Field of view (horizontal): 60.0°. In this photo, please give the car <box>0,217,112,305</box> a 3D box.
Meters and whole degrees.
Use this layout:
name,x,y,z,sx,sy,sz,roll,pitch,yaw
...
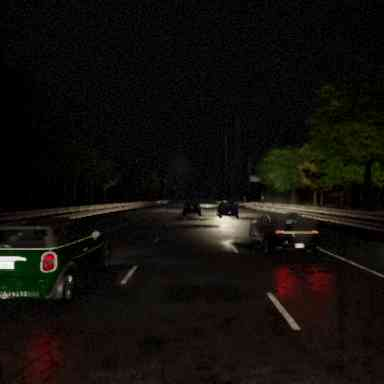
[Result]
name,x,y,z,sx,sy,sz,roll,pitch,yaw
car,-3.502,1.411,8.385,2.097,1.767,4.553,0,0,0

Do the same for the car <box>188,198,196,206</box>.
name,x,y,z,sx,sy,sz,roll,pitch,yaw
car,-0.014,2.611,85.093,2.150,2.045,5.566,0,-1,0

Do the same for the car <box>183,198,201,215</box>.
name,x,y,z,sx,sy,sz,roll,pitch,yaw
car,-0.006,1.836,39.811,2.097,1.767,4.553,0,-1,0

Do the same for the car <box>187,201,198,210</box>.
name,x,y,z,sx,sy,sz,roll,pitch,yaw
car,0.091,2.397,59.419,1.812,1.442,4.674,0,-1,0

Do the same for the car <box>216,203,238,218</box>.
name,x,y,z,sx,sy,sz,roll,pitch,yaw
car,3.594,1.860,34.307,1.882,1.535,5.008,0,-1,0

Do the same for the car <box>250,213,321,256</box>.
name,x,y,z,sx,sy,sz,roll,pitch,yaw
car,3.599,1.594,13.541,2.128,1.511,4.902,0,0,0
